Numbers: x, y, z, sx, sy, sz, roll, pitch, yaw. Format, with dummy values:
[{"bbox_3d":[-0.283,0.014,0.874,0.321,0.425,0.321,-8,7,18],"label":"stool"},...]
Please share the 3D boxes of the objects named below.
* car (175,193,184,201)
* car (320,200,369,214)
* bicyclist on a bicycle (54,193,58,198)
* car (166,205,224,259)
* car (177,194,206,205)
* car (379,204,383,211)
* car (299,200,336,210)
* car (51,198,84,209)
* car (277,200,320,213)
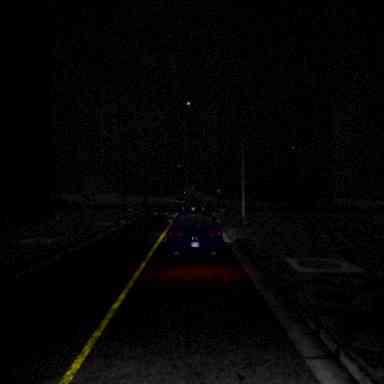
[{"bbox_3d":[-3.009,1.198,84.481,2.150,2.045,5.566,0,0,0],"label":"car"},{"bbox_3d":[17.948,1.812,38.745,4.829,1.417,1.752,1,-1,0],"label":"car"},{"bbox_3d":[-20.497,1.012,50.134,0.582,1.620,1.656,1,0,0],"label":"bicyclist on a bicycle"},{"bbox_3d":[0.099,1.473,12.670,1.882,1.535,5.008,0,0,0],"label":"car"},{"bbox_3d":[0.118,1.343,28.020,2.097,1.767,4.553,0,0,1],"label":"car"},{"bbox_3d":[29.073,2.002,47.269,4.507,1.381,1.887,1,-1,0],"label":"car"},{"bbox_3d":[17.786,1.827,47.269,4.403,1.369,2.008,1,-1,0],"label":"car"},{"bbox_3d":[-14.774,1.353,38.650,4.403,1.369,2.008,1,-1,0],"label":"car"},{"bbox_3d":[12.135,1.762,38.745,4.313,1.339,1.947,1,-1,0],"label":"car"}]
